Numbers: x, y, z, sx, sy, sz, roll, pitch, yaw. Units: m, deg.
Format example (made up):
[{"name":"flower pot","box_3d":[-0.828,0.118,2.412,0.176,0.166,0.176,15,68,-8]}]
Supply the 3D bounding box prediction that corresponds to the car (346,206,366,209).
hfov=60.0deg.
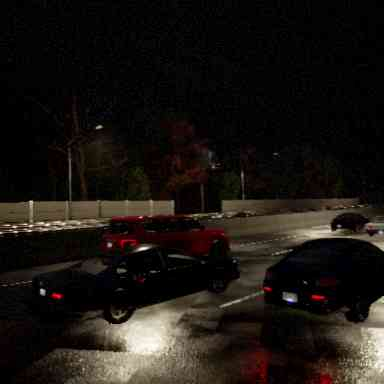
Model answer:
[{"name":"car","box_3d":[36.438,3.698,72.984,5.357,1.411,2.033,1,-4,-44]}]

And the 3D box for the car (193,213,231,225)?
[{"name":"car","box_3d":[2.799,3.711,45.939,5.357,1.411,2.033,0,-4,-43]}]

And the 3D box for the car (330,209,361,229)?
[{"name":"car","box_3d":[12.384,2.324,25.870,4.674,1.442,1.812,0,-4,-44]}]

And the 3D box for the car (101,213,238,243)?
[{"name":"car","box_3d":[-0.873,1.927,13.286,5.566,2.045,2.150,0,-4,-44]}]

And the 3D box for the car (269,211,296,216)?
[{"name":"car","box_3d":[11.568,3.079,39.809,4.181,1.385,1.994,0,-4,-43]}]

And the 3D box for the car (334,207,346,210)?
[{"name":"car","box_3d":[34.010,3.973,75.491,4.718,1.301,1.895,1,-4,-44]}]

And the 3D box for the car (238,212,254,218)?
[{"name":"car","box_3d":[6.875,3.461,44.986,4.892,1.490,1.837,1,-4,-43]}]

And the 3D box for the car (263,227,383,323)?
[{"name":"car","box_3d":[3.478,1.788,7.756,4.674,1.442,1.812,0,-4,-44]}]

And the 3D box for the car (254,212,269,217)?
[{"name":"car","box_3d":[10.613,3.271,43.720,4.674,1.442,1.812,0,-4,-43]}]

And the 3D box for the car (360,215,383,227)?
[{"name":"car","box_3d":[12.998,2.166,21.623,4.718,1.301,1.895,0,-4,-44]}]

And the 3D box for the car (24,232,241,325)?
[{"name":"car","box_3d":[-1.093,2.015,8.230,5.357,1.411,2.033,0,-4,-44]}]
